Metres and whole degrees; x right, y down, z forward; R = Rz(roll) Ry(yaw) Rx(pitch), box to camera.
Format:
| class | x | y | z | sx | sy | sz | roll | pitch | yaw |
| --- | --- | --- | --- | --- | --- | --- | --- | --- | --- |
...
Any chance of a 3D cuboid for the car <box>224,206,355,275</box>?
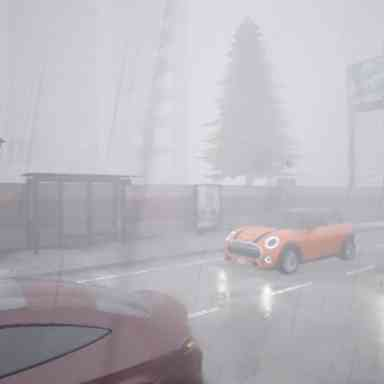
| class | x | y | z | sx | sy | sz | roll | pitch | yaw |
| --- | --- | --- | --- | --- | --- | --- | --- | --- | --- |
| car | 3.160 | 1.321 | 10.544 | 4.553 | 1.767 | 2.097 | 0 | 0 | -36 |

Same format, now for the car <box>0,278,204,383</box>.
| class | x | y | z | sx | sy | sz | roll | pitch | yaw |
| --- | --- | --- | --- | --- | --- | --- | --- | --- | --- |
| car | -2.039 | 1.527 | 2.526 | 4.674 | 1.442 | 1.812 | 0 | 0 | -35 |
